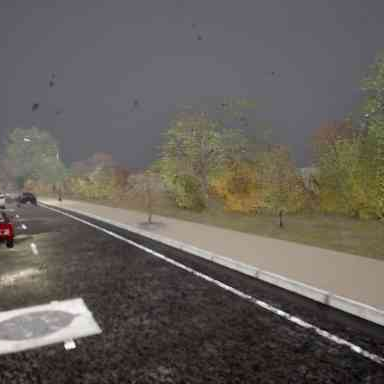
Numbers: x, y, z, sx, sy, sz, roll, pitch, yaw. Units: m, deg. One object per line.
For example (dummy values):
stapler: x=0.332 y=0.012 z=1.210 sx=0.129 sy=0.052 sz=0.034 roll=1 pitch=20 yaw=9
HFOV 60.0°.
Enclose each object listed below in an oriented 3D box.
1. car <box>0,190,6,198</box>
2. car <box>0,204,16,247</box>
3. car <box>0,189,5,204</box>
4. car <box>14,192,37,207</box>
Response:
car: x=-38.203 y=0.359 z=65.654 sx=1.882 sy=1.535 sz=5.008 roll=-3 pitch=2 yaw=-36
car: x=-8.069 y=1.388 z=13.026 sx=1.895 sy=1.301 sz=4.718 roll=-2 pitch=2 yaw=-29
car: x=-19.686 y=0.692 z=32.664 sx=2.150 sy=2.045 sz=5.566 roll=-2 pitch=2 yaw=-32
car: x=-18.097 y=0.825 z=36.227 sx=1.837 sy=1.490 sz=4.892 roll=-2 pitch=2 yaw=-32
